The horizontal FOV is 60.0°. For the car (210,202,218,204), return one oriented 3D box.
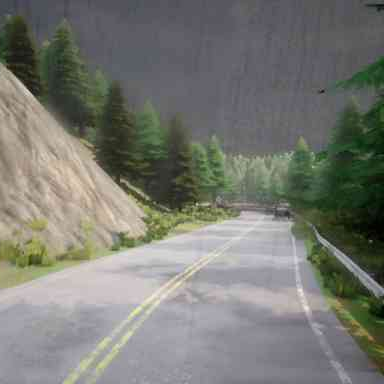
[{"bbox_3d":[5.574,3.500,81.150,2.150,2.045,5.566,-3,0,-42],"label":"car"}]

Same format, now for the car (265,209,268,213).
[{"bbox_3d":[14.746,3.198,60.820,1.812,1.442,4.674,0,-1,-2],"label":"car"}]

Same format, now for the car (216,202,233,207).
[{"bbox_3d":[7.780,3.578,72.070,2.128,1.511,4.902,-1,-1,-23],"label":"car"}]
